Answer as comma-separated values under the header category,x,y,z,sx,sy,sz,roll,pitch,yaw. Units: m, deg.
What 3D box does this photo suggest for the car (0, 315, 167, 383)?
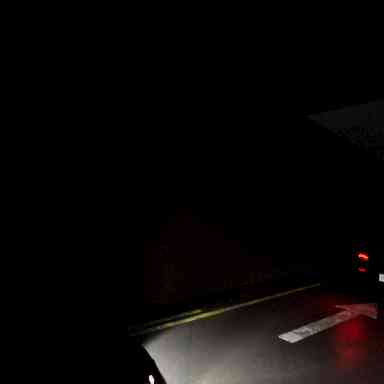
category,x,y,z,sx,sy,sz,roll,pitch,yaw
car,-2.208,1.564,2.267,4.181,1.385,1.994,0,0,-35

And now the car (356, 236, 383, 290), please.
category,x,y,z,sx,sy,sz,roll,pitch,yaw
car,5.678,1.526,7.819,4.674,1.442,1.812,0,0,-35
